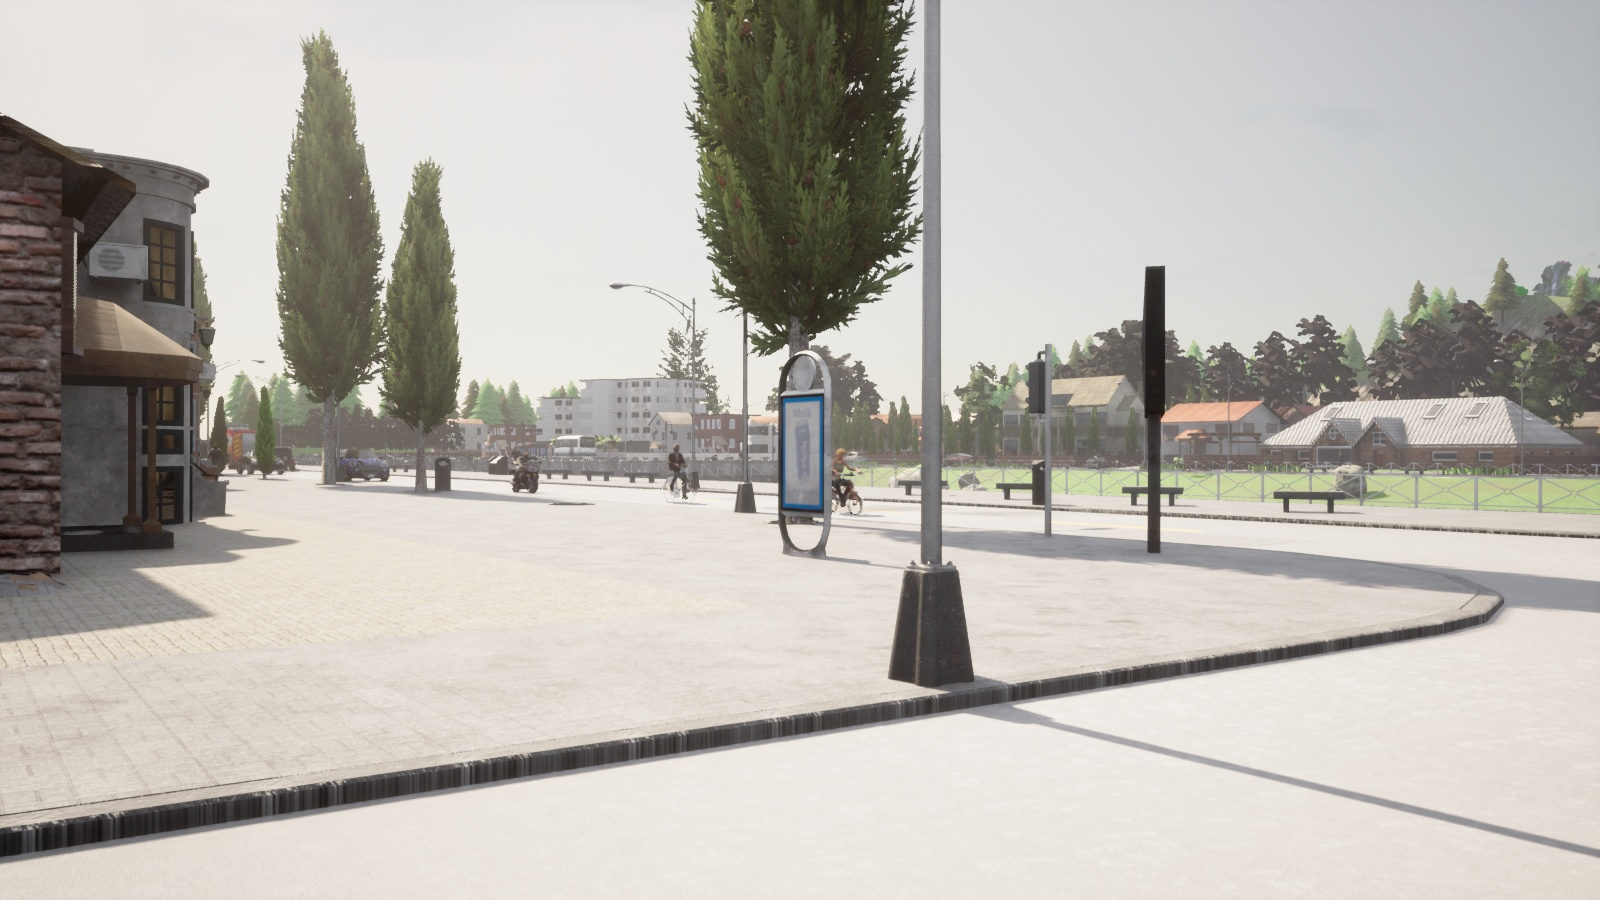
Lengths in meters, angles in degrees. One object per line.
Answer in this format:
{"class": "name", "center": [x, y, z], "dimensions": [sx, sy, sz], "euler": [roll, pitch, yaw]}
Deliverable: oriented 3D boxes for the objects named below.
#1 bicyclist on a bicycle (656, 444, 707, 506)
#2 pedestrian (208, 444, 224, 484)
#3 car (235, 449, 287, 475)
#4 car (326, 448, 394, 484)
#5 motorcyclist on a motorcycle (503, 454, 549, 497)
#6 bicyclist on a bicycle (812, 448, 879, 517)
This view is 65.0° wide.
{"class": "bicyclist on a bicycle", "center": [-3.466, 0.712, 36.617], "dimensions": [0.659, 1.776, 1.843], "euler": [0, 0, -35]}
{"class": "pedestrian", "center": [-28.142, 0.663, 60.503], "dimensions": [0.563, 1.883, 0.849], "euler": [0, 0, -14]}
{"class": "car", "center": [-35.420, 0.800, 82.466], "dimensions": [2.152, 1.651, 5.027], "euler": [0, 0, -35]}
{"class": "car", "center": [-22.379, 0.807, 63.754], "dimensions": [2.097, 1.767, 4.553], "euler": [0, 0, -35]}
{"class": "motorcyclist on a motorcycle", "center": [-10.053, 0.914, 46.069], "dimensions": [0.866, 1.530, 2.191], "euler": [0, 0, -35]}
{"class": "bicyclist on a bicycle", "center": [1.082, 0.753, 30.092], "dimensions": [0.866, 1.612, 1.509], "euler": [0, 0, -35]}
